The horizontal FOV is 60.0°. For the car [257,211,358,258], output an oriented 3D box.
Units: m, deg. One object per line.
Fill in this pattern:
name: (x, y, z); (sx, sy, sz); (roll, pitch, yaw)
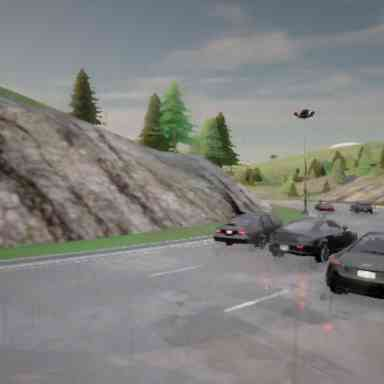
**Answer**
car: (4.643, 1.659, 12.512); (1.812, 1.442, 4.674); (-1, -1, 45)

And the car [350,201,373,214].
car: (20.692, 1.856, 40.813); (2.128, 1.511, 4.902); (-1, -1, 15)

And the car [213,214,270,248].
car: (3.173, 1.743, 15.869); (2.033, 1.411, 5.357); (-1, -1, 40)

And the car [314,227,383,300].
car: (4.981, 1.631, 8.028); (4.181, 1.385, 1.994); (0, -1, -42)

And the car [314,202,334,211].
car: (18.576, 2.035, 46.888); (1.994, 1.385, 4.181); (-1, -1, 11)
